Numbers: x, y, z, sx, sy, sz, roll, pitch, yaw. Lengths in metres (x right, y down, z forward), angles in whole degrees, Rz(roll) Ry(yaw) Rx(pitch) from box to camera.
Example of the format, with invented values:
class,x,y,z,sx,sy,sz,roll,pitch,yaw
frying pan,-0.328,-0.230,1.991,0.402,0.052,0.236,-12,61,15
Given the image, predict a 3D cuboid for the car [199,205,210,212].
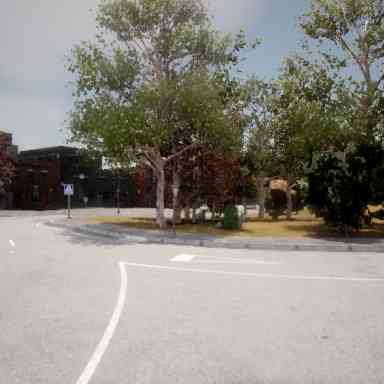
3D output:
class,x,y,z,sx,sy,sz,roll,pitch,yaw
car,3.882,4.663,93.764,2.435,2.045,5.566,0,-2,26
